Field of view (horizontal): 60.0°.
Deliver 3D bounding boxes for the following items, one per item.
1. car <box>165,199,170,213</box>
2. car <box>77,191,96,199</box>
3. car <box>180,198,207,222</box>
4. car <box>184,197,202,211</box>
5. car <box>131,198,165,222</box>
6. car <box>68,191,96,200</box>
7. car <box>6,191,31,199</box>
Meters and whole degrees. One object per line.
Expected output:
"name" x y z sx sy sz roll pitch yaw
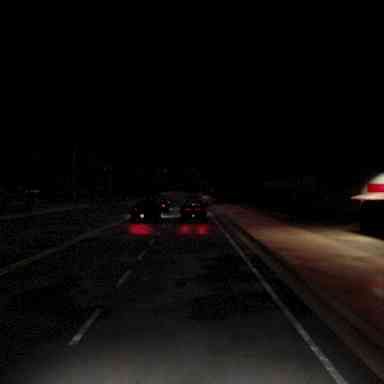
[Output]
"car" -3.425 1.372 34.996 2.033 1.411 5.357 0 0 0
"car" -24.894 0.763 78.572 3.866 1.878 1.905 0 0 0
"car" 0.104 1.368 24.665 2.128 1.511 4.902 0 0 0
"car" 0.096 1.353 38.666 2.033 1.411 5.357 0 0 0
"car" -3.412 1.377 25.220 1.837 1.490 4.892 0 0 0
"car" -24.951 0.774 75.678 4.605 1.855 1.932 0 0 0
"car" -42.359 0.989 81.295 3.806 1.475 1.970 0 0 0
